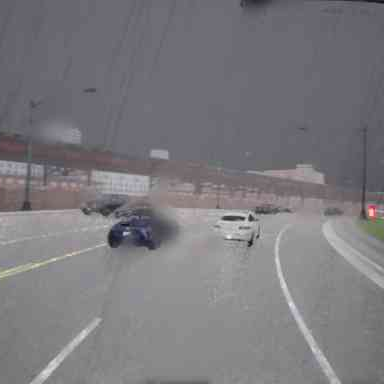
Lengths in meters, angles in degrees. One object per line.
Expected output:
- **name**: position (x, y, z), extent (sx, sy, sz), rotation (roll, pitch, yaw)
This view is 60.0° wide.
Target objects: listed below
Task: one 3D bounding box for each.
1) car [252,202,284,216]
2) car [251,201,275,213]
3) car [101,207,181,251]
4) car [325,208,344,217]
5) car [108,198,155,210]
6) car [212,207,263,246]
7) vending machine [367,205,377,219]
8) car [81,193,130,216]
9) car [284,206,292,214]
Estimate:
- **car**: position (9.621, 2.247, 42.421), extent (2.033, 1.411, 5.357), rotation (1, -2, 32)
- **car**: position (14.043, 2.948, 65.502), extent (2.150, 2.045, 5.566), rotation (1, -3, 42)
- **car**: position (-1.876, 1.558, 14.283), extent (1.994, 1.385, 4.181), rotation (2, 0, 15)
- **car**: position (23.893, 3.409, 55.752), extent (1.837, 1.490, 4.892), rotation (-2, -5, 43)
- **car**: position (-4.720, 1.506, 28.247), extent (1.837, 1.490, 4.892), rotation (2, -1, 21)
- **car**: position (2.219, 1.675, 16.170), extent (1.812, 1.442, 4.674), rotation (1, 0, 16)
- **vending machine**: position (27.430, 3.076, 50.631), extent (1.100, 2.100, 0.880), rotation (3, -1, 41)
- **car**: position (-7.627, 1.148, 30.429), extent (2.150, 2.045, 5.566), rotation (2, -1, 21)
- **car**: position (17.549, 3.346, 64.132), extent (2.128, 1.511, 4.902), rotation (1, -3, 42)
